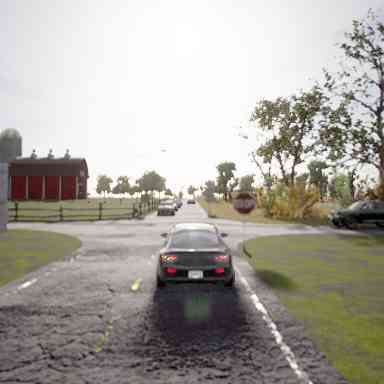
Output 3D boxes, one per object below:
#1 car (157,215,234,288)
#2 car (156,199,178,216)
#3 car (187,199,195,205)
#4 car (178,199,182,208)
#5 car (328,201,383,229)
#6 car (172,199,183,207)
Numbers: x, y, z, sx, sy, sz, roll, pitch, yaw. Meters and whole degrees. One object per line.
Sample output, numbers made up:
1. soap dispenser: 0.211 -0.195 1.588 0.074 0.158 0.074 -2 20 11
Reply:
1. car: 0.071 1.606 9.387 1.812 1.442 4.674 0 0 0
2. car: -2.890 1.838 37.657 1.837 1.490 4.892 0 -1 -1
3. car: -0.176 2.298 79.708 1.994 1.385 4.181 0 -1 0
4. car: -2.945 1.973 47.443 2.033 1.411 5.357 0 -1 0
5. car: 13.223 1.679 25.048 5.566 2.045 2.150 1 -1 -1
6. car: -2.906 2.186 67.397 1.994 1.385 4.181 0 -1 1
